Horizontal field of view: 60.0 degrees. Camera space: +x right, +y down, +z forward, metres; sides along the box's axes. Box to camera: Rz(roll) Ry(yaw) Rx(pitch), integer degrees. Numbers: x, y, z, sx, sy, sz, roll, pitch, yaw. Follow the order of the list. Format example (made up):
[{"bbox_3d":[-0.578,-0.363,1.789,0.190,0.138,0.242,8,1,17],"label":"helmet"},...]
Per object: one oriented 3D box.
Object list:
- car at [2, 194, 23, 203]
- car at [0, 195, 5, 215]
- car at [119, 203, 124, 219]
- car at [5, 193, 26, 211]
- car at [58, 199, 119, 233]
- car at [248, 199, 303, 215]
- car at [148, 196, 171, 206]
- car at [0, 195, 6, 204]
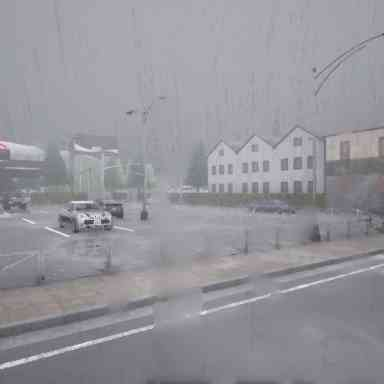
[{"bbox_3d":[-39.319,1.328,72.983,3.866,1.878,1.905,0,0,-36],"label":"car"},{"bbox_3d":[-18.283,1.113,29.585,1.932,1.855,4.605,0,0,-36],"label":"car"},{"bbox_3d":[-6.810,1.313,25.488,2.007,1.523,4.514,0,0,-36],"label":"car"},{"bbox_3d":[-20.193,1.092,37.895,1.905,1.878,3.866,0,0,-36],"label":"car"},{"bbox_3d":[-5.683,1.248,17.625,1.970,1.475,3.806,0,0,-36],"label":"car"},{"bbox_3d":[7.764,1.371,31.438,2.033,1.411,5.357,0,0,-35],"label":"car"},{"bbox_3d":[-4.930,1.349,49.385,1.812,1.442,4.674,0,0,-35],"label":"car"},{"bbox_3d":[-39.548,1.495,65.854,4.611,1.667,2.242,0,0,-36],"label":"car"}]
